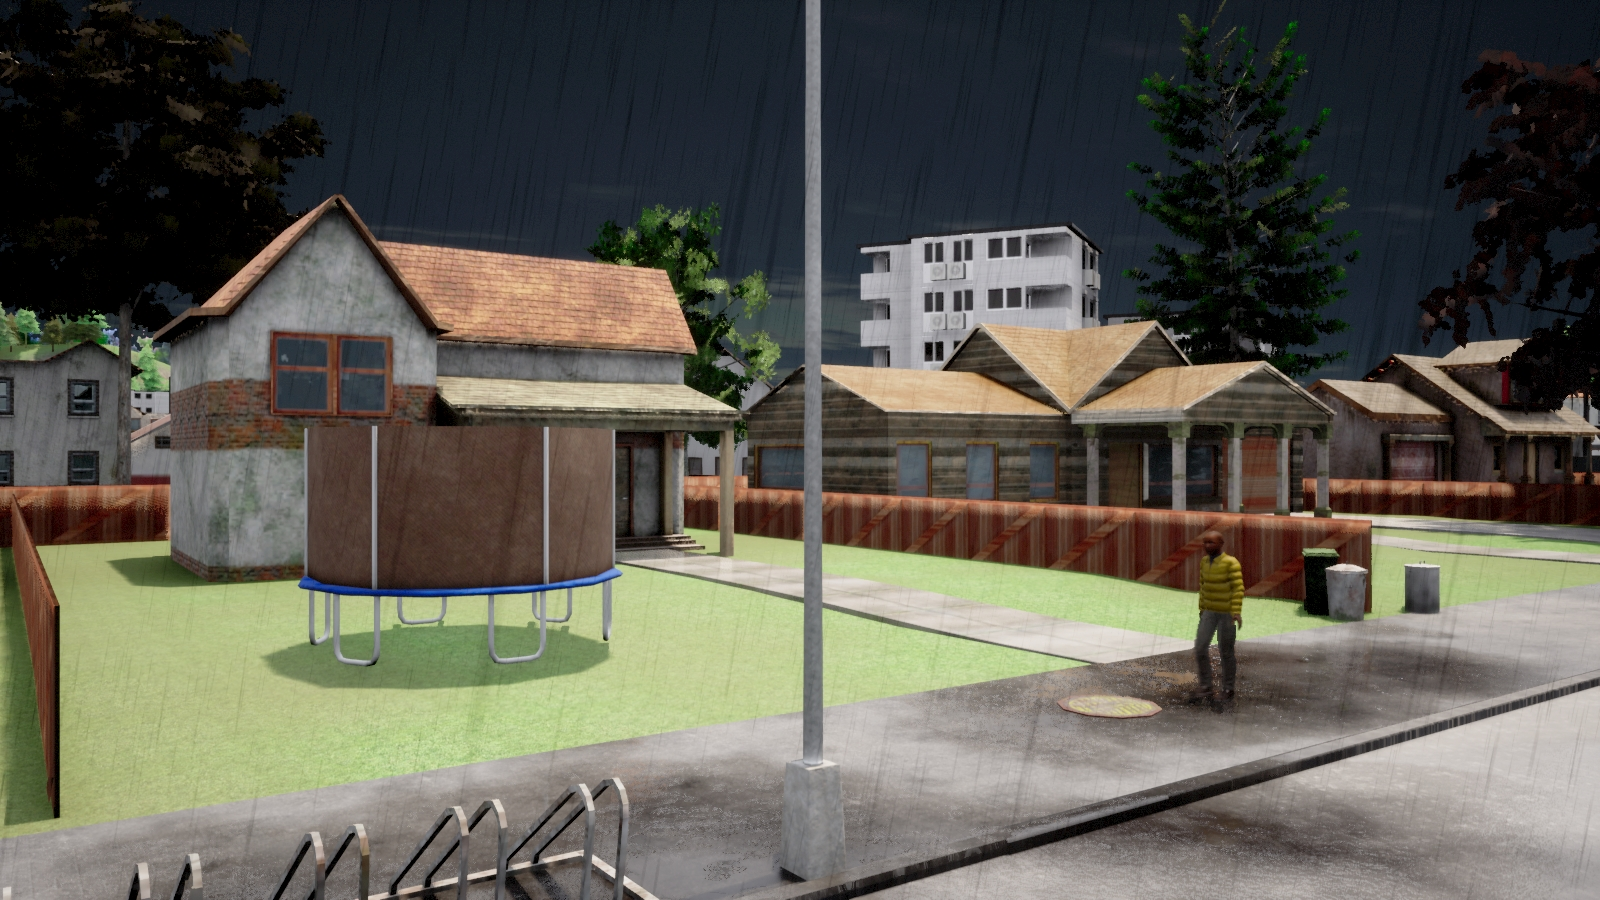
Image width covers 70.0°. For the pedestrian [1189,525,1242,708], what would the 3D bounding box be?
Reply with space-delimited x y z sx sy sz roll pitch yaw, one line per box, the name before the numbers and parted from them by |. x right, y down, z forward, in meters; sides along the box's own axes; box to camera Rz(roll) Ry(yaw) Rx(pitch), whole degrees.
pedestrian | 4.405 1.746 12.110 0.375 1.860 0.375 0 0 -30
